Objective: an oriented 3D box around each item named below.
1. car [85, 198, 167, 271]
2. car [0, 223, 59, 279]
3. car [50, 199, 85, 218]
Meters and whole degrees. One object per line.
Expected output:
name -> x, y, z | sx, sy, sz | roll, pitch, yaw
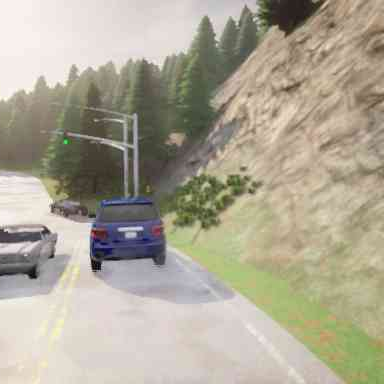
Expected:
car -> -2.281, 1.240, 11.357 | 2.150, 2.045, 5.566 | -1, 0, -15
car -> -5.378, 1.690, 10.184 | 1.895, 1.301, 4.718 | -1, 0, -15
car -> -10.627, 1.298, 28.644 | 1.812, 1.442, 4.674 | 1, 4, -43
